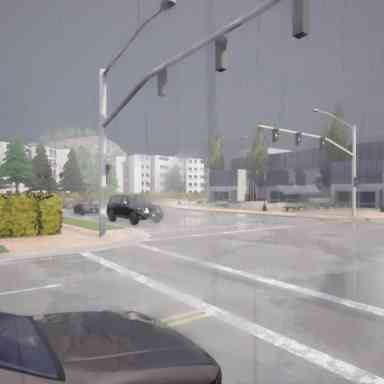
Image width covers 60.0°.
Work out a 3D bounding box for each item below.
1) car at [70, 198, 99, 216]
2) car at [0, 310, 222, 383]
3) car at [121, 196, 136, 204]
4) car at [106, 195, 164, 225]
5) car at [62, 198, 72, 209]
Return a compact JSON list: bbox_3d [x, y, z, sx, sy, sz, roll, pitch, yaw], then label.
[{"bbox_3d":[-10.216,1.563,32.645,1.994,1.385,4.181,0,0,-33],"label":"car"},{"bbox_3d":[-2.271,1.547,2.146,5.357,1.411,2.033,0,0,-35],"label":"car"},{"bbox_3d":[-11.986,1.477,62.982,1.882,1.535,5.008,0,0,2],"label":"car"},{"bbox_3d":[-4.344,1.221,24.566,2.150,2.045,5.566,0,0,-39],"label":"car"},{"bbox_3d":[-16.520,1.525,44.970,1.812,1.442,4.674,0,0,-18],"label":"car"}]
